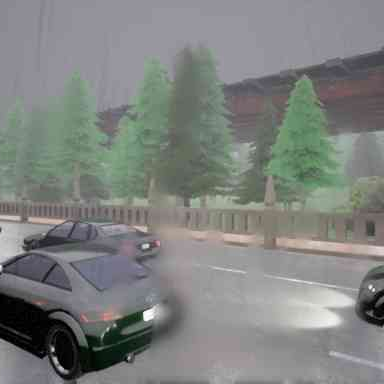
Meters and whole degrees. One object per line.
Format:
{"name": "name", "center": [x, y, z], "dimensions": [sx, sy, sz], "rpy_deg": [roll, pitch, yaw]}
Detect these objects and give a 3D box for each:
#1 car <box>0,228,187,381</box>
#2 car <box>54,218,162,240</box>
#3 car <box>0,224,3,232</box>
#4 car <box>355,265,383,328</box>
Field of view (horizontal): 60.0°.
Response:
{"name": "car", "center": [-2.150, 1.564, 5.535], "dimensions": [4.181, 1.385, 1.994], "rpy_deg": [0, 0, 35]}
{"name": "car", "center": [-3.312, 1.547, 10.671], "dimensions": [5.357, 1.411, 2.033], "rpy_deg": [0, 0, 36]}
{"name": "car", "center": [-11.461, 1.547, 16.486], "dimensions": [5.357, 1.411, 2.033], "rpy_deg": [0, 0, 36]}
{"name": "car", "center": [4.756, 1.564, 4.896], "dimensions": [4.181, 1.385, 1.994], "rpy_deg": [0, 0, 36]}
